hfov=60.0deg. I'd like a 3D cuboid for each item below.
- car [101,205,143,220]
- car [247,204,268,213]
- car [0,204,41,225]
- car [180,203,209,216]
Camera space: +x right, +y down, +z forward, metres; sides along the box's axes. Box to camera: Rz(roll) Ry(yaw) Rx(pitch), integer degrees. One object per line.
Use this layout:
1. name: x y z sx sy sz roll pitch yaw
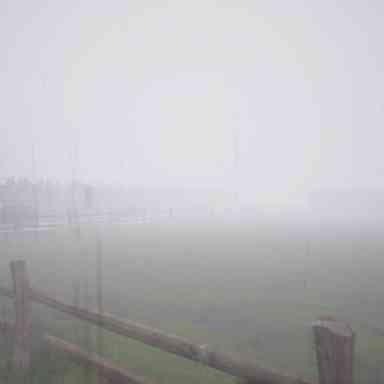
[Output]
1. car: -7.226 2.105 34.509 2.128 1.511 4.902 -1 -2 36
2. car: 10.769 2.672 54.316 1.882 1.535 5.008 -1 -2 36
3. car: -13.958 1.700 25.127 2.097 1.767 4.553 -1 -2 35
4. car: 0.364 2.264 44.953 2.097 1.767 4.553 -1 -2 36
